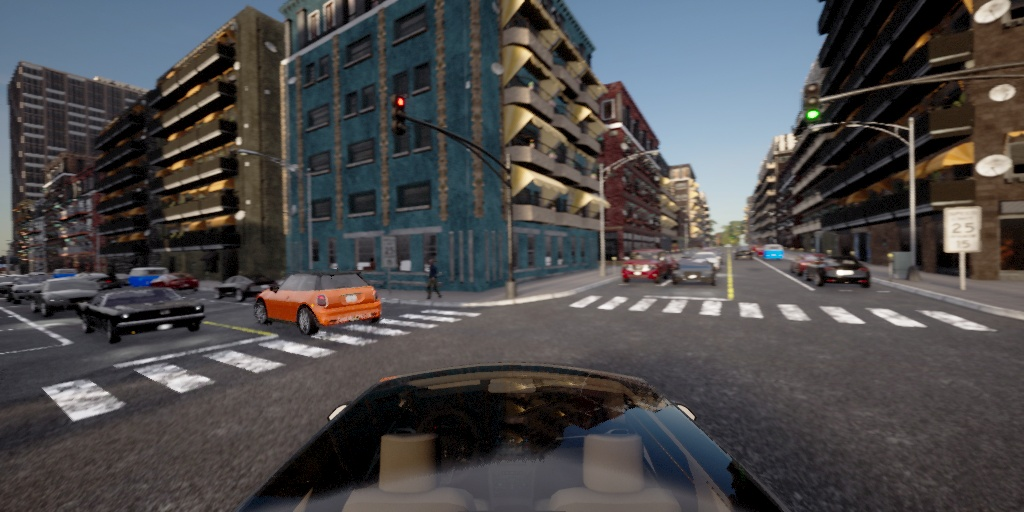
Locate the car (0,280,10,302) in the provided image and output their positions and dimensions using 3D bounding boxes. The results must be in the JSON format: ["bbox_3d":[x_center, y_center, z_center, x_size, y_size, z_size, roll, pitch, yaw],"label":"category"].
[{"bbox_3d":[-23.607,1.923,15.403,4.313,1.339,1.948,0,0,32],"label":"car"}]

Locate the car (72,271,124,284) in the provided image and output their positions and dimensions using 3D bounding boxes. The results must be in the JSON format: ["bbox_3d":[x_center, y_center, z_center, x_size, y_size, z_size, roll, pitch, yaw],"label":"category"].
[{"bbox_3d":[-30.507,2.024,26.426,4.892,1.490,1.837,-1,0,32],"label":"car"}]

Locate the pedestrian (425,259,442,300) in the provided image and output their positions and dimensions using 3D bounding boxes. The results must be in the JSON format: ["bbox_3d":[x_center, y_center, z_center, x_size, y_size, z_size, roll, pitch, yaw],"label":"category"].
[{"bbox_3d":[-3.426,0.956,15.567,0.375,1.860,0.375,-1,1,32],"label":"pedestrian"}]

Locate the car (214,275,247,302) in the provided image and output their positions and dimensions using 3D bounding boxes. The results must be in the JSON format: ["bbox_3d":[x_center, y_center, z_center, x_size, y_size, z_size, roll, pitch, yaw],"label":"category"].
[{"bbox_3d":[-14.507,1.668,19.647,4.313,1.339,1.948,0,0,32],"label":"car"}]

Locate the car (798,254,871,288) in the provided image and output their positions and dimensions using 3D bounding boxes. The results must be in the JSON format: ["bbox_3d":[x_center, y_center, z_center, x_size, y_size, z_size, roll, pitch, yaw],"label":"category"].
[{"bbox_3d":[15.124,0.665,16.816,1.948,1.339,4.313,0,0,31],"label":"car"}]

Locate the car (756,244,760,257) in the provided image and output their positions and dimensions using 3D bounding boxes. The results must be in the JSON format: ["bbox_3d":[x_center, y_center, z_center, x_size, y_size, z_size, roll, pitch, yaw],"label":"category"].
[{"bbox_3d":[35.268,-0.537,50.187,1.888,1.381,4.507,0,0,31],"label":"car"}]

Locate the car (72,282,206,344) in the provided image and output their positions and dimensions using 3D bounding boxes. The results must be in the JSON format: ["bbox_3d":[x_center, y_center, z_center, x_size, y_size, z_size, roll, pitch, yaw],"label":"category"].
[{"bbox_3d":[-11.194,1.635,10.799,4.718,1.301,1.895,-1,0,32],"label":"car"}]

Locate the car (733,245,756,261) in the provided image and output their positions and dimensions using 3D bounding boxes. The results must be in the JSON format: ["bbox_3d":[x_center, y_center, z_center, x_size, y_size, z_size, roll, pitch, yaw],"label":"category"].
[{"bbox_3d":[28.056,-0.253,43.468,1.837,1.490,4.892,-1,1,31],"label":"car"}]

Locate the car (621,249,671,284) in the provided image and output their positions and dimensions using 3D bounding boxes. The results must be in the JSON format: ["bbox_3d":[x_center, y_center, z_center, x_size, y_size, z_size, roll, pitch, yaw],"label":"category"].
[{"bbox_3d":[7.972,0.528,21.184,2.192,1.841,5.009,0,0,31],"label":"car"}]

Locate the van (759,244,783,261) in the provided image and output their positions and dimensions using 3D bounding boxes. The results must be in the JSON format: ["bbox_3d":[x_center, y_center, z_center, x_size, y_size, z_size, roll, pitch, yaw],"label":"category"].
[{"bbox_3d":[29.513,-0.404,40.654,1.690,1.789,3.998,0,0,31],"label":"van"}]

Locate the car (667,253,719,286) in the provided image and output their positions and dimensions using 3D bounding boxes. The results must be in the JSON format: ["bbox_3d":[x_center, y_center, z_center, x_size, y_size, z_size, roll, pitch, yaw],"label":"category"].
[{"bbox_3d":[9.813,0.763,19.247,1.994,1.385,4.181,-1,1,30],"label":"car"}]

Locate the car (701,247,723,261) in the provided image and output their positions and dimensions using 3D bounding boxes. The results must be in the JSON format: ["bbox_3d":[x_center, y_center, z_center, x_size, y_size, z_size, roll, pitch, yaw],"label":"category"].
[{"bbox_3d":[20.259,0.081,36.354,2.128,1.511,4.902,-1,1,31],"label":"car"}]

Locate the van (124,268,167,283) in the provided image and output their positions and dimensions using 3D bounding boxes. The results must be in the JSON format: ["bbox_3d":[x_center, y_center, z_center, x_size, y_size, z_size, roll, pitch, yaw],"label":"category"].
[{"bbox_3d":[-28.622,1.805,28.320,3.998,1.789,1.690,0,0,32],"label":"van"}]

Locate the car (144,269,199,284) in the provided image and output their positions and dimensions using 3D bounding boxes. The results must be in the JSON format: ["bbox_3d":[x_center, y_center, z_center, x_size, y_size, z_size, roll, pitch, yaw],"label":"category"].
[{"bbox_3d":[-23.917,1.889,25.429,4.507,1.381,1.888,0,0,32],"label":"car"}]

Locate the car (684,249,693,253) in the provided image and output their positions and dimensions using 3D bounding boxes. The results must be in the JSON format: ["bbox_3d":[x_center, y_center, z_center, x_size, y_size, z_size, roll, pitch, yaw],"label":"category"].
[{"bbox_3d":[22.361,-0.065,45.020,1.948,1.339,4.313,0,0,31],"label":"car"}]

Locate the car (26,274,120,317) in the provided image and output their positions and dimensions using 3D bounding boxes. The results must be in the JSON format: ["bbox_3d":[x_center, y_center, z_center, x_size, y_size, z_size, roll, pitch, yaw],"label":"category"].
[{"bbox_3d":[-19.716,1.756,16.042,4.892,1.490,1.837,-1,0,32],"label":"car"}]

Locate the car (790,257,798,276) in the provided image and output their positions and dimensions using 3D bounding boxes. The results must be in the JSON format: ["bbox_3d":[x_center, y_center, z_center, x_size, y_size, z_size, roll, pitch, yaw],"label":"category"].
[{"bbox_3d":[18.002,0.513,21.583,1.802,1.307,4.207,0,0,31],"label":"car"}]

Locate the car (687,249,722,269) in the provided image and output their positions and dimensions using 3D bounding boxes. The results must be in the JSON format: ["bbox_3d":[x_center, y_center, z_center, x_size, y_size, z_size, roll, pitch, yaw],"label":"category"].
[{"bbox_3d":[14.963,0.423,27.734,1.812,1.442,4.674,-1,1,31],"label":"car"}]

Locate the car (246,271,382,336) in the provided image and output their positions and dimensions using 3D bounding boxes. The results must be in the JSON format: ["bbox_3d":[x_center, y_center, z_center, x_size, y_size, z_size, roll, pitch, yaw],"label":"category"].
[{"bbox_3d":[-6.158,1.250,11.233,4.553,1.767,2.097,-1,0,37],"label":"car"}]

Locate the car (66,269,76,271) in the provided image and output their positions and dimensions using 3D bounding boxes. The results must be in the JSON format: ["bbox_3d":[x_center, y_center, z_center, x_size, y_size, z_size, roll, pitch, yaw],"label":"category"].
[{"bbox_3d":[-47.586,2.476,39.971,4.829,1.417,1.751,0,0,32],"label":"car"}]

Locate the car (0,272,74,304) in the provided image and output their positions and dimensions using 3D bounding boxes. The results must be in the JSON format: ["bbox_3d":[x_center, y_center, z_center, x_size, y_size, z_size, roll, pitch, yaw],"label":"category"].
[{"bbox_3d":[-28.502,1.968,21.451,4.902,1.511,2.128,-1,0,32],"label":"car"}]
